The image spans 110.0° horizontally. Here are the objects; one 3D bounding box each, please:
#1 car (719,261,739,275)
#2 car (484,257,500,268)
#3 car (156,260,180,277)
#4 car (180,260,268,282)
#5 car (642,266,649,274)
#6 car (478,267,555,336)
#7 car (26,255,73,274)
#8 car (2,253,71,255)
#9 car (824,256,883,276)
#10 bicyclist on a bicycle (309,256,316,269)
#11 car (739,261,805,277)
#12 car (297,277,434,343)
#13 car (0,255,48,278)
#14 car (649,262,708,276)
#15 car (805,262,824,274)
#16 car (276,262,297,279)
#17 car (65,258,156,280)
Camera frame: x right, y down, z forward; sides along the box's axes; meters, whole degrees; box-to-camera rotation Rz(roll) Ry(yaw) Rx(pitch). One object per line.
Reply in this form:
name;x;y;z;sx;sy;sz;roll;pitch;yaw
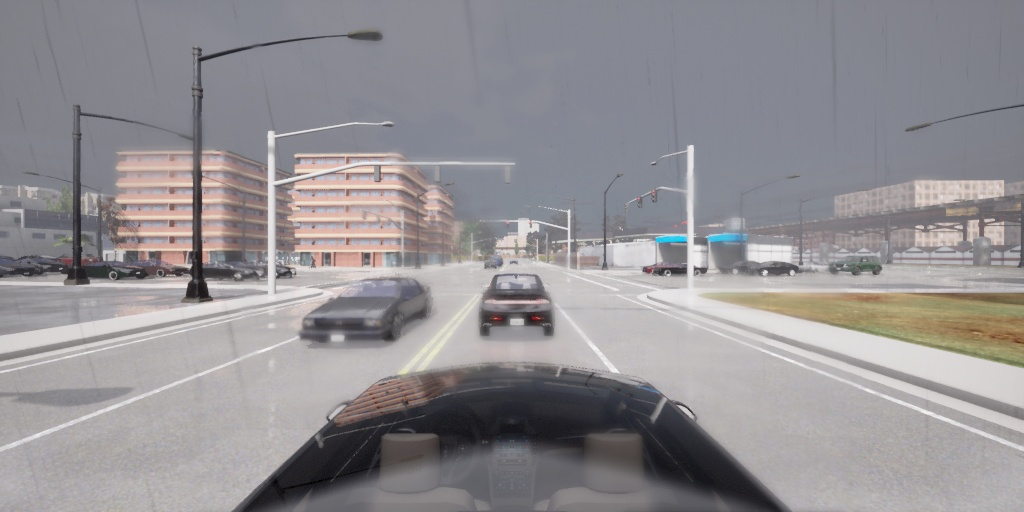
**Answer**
car;25.218;1.255;39.234;4.892;1.490;1.837;0;0;-5
car;-3.318;1.255;56.762;1.837;1.490;4.892;0;0;0
car;-30.404;1.025;30.227;5.357;1.411;2.033;1;0;1
car;-20.950;1.109;26.485;4.902;1.511;2.128;1;0;1
car;16.474;1.314;39.157;4.181;1.385;1.994;0;0;1
car;0.121;1.242;10.320;2.128;1.511;4.902;0;0;0
car;-40.295;0.868;30.478;4.181;1.385;1.994;1;0;1
car;-50.378;0.628;37.870;4.892;1.490;1.837;1;0;2
car;36.327;0.971;37.836;5.566;2.045;2.150;0;0;-19
bicyclist on a bicycle;-25.928;0.844;46.605;0.582;1.620;1.656;1;0;1
car;25.913;1.255;35.781;4.892;1.490;1.837;0;0;-5
car;-3.560;1.297;10.000;2.033;1.411;5.357;0;0;0
car;-39.043;0.875;26.943;5.357;1.411;2.033;1;0;1
car;16.634;1.351;35.629;4.718;1.301;1.895;0;0;0
car;34.884;1.351;41.006;4.718;1.301;1.895;0;0;-19
car;-20.661;1.109;29.976;4.902;1.511;2.128;1;0;1
car;-29.790;1.054;26.708;4.181;1.385;1.994;1;0;1
